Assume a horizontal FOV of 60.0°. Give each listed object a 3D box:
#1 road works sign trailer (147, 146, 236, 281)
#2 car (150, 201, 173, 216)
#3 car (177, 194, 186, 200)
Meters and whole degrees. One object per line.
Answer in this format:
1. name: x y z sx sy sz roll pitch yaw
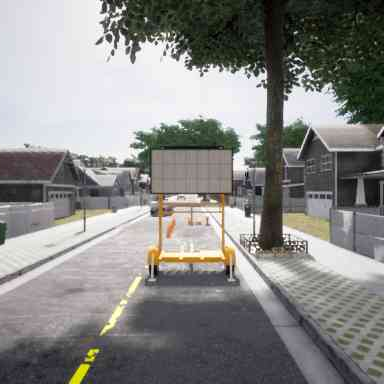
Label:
1. road works sign trailer: -0.007 0.462 9.785 2.380 3.560 2.880 0 0 0
2. car: -2.893 1.537 32.049 1.994 1.385 4.181 0 0 0
3. car: -2.868 1.120 89.157 2.150 2.045 5.566 0 0 0
